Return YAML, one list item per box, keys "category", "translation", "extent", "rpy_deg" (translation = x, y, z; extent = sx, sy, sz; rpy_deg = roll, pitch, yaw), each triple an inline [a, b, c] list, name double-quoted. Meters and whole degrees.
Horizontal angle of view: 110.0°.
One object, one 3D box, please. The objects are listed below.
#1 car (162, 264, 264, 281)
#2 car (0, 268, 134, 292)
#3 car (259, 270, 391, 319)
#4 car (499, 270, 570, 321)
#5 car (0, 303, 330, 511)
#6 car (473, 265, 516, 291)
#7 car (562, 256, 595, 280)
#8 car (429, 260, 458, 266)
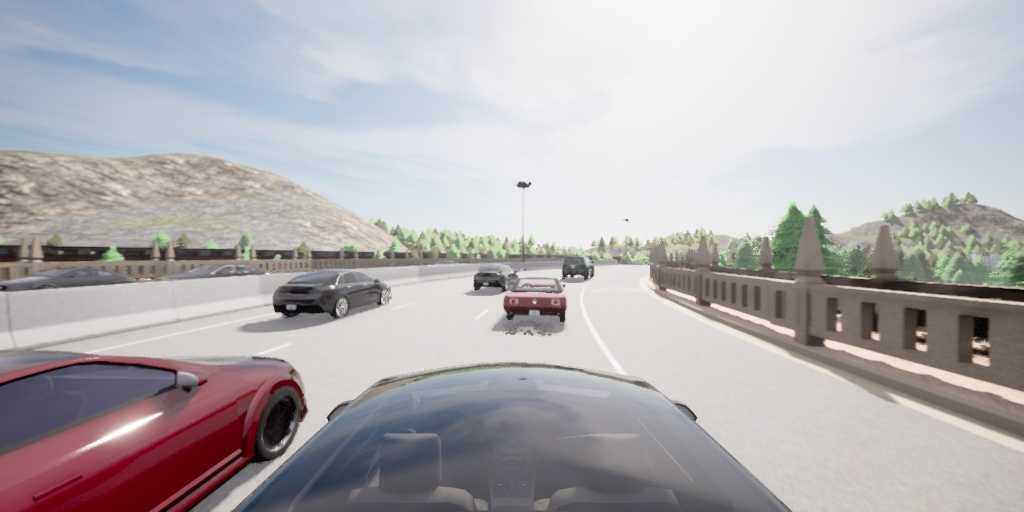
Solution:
- category: "car"
  translation: [-15.797, 1.169, 19.287]
  extent: [2.128, 1.511, 4.902]
  rpy_deg: [0, 0, 10]
- category: "car"
  translation: [-19.849, 1.221, 16.041]
  extent: [1.994, 1.385, 4.181]
  rpy_deg: [0, 0, 8]
- category: "car"
  translation: [-6.035, 1.229, 12.671]
  extent: [1.837, 1.490, 4.892]
  rpy_deg: [0, 0, 7]
- category: "car"
  translation: [0.940, 1.356, 12.544]
  extent: [1.895, 1.301, 4.718]
  rpy_deg: [0, 0, 7]
- category: "car"
  translation: [-3.272, 1.298, 2.302]
  extent: [1.994, 1.385, 4.181]
  rpy_deg: [0, 0, 0]
- category: "car"
  translation: [-0.866, 1.256, 21.547]
  extent: [1.837, 1.490, 4.892]
  rpy_deg: [0, 0, 13]
- category: "car"
  translation: [5.956, 1.009, 31.930]
  extent: [2.150, 2.045, 5.566]
  rpy_deg: [0, 0, 21]
- category: "car"
  translation: [-7.159, 1.219, 37.337]
  extent: [2.128, 1.511, 4.902]
  rpy_deg: [0, 0, 22]
